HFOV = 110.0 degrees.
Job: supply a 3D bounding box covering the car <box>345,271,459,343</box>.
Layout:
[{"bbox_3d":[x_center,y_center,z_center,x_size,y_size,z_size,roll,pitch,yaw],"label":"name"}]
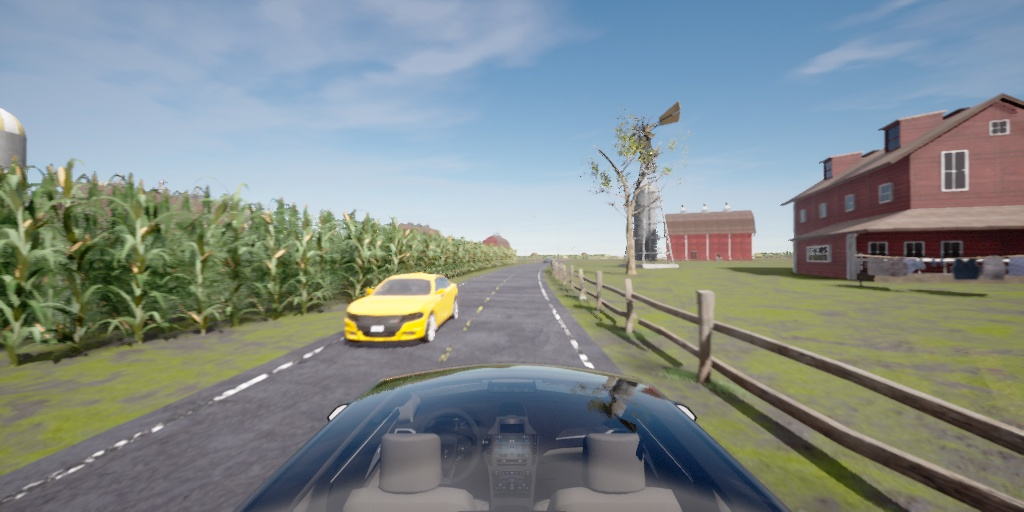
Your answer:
[{"bbox_3d":[-2.720,1.225,9.890,1.882,1.535,5.008,0,0,1],"label":"car"}]
